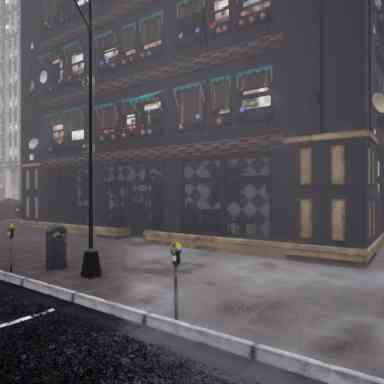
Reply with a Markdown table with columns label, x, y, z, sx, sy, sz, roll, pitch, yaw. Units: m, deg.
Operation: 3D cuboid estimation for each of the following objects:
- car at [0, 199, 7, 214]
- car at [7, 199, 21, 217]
| label | x | y | z | sx | sy | sz | roll | pitch | yaw |
| --- | --- | --- | --- | --- | --- | --- | --- | --- | --- |
| car | -16.195 | 1.308 | 29.054 | 1.994 | 1.385 | 4.181 | 0 | 1 | 35 |
| car | -11.432 | 1.282 | 25.742 | 1.947 | 1.339 | 4.313 | 1 | 1 | 35 |
